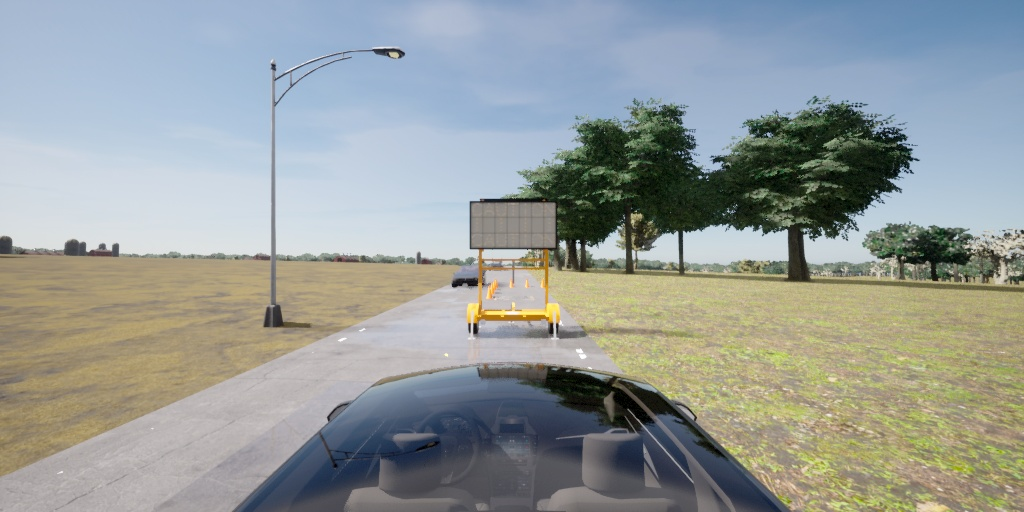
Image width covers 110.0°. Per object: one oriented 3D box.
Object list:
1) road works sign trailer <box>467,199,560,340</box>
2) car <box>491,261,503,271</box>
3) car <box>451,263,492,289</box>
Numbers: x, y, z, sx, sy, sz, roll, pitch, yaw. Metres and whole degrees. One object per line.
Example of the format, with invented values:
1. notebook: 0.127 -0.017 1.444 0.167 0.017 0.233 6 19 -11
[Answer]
1. road works sign trailer: 0.040 0.220 9.972 2.380 3.560 2.880 0 0 0
2. car: -2.412 1.495 53.031 1.994 1.385 4.181 0 0 0
3. car: -2.704 1.324 23.571 2.033 1.411 5.357 0 0 0
